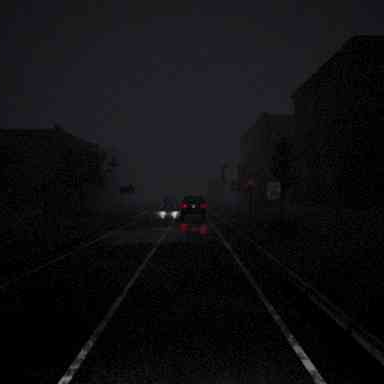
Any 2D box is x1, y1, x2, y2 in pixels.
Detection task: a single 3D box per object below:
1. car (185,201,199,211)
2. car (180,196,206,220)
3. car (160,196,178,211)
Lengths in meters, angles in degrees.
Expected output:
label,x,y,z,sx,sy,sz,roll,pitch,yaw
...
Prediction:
label,x,y,z,sx,sy,sz,roll,pitch,yaw
car,0.042,1.934,47.241,1.895,1.301,4.718,0,0,0
car,0.109,1.397,30.287,2.150,2.045,5.566,0,-1,0
car,-3.062,1.541,45.871,2.150,2.045,5.566,0,0,0
